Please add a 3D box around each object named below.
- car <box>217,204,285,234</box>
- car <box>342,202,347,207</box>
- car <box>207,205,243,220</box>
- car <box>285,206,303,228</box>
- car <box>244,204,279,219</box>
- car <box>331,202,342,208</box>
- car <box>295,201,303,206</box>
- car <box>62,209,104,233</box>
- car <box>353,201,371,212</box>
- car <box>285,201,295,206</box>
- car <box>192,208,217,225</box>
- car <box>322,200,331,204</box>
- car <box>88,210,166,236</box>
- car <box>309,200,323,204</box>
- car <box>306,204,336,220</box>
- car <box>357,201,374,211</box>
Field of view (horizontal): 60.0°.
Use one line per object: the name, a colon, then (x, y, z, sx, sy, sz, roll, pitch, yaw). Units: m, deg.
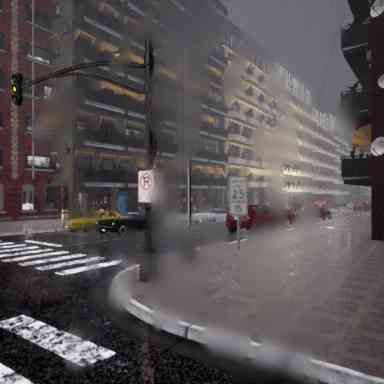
car: (4.053, 1.711, 22.006, 2.192, 1.841, 5.009, -1, -2, 35)
car: (39.432, 3.282, 87.040, 1.947, 1.339, 4.313, -1, -2, 35)
car: (3.682, 2.164, 36.016, 1.887, 1.381, 4.507, -1, -2, 35)
car: (7.304, 2.043, 26.638, 1.887, 1.381, 4.507, -1, -2, 35)
car: (7.939, 2.171, 37.532, 2.128, 1.511, 4.902, 0, -1, 35)
car: (32.931, 3.067, 77.762, 1.887, 1.381, 4.507, -1, -2, 35)
car: (16.680, 2.340, 54.576, 2.192, 1.841, 5.009, -1, -2, 35)
car: (-6.165, 1.834, 21.962, 1.752, 1.417, 4.829, -1, -2, 35)
car: (30.050, 2.522, 59.112, 2.192, 1.841, 5.009, -1, -2, 35)
car: (13.333, 2.446, 49.792, 1.752, 1.417, 4.829, -1, -2, 35)
car: (1.962, 2.093, 29.022, 1.895, 1.301, 4.718, 0, -1, 35)
car: (26.429, 2.640, 68.490, 2.192, 1.841, 5.009, -1, -2, 35)
car: (-3.787, 1.911, 20.817, 1.895, 1.301, 4.718, 0, -1, 35)
car: (23.182, 2.771, 63.847, 1.887, 1.381, 4.507, -1, -2, 35)
car: (13.804, 2.284, 35.914, 1.802, 1.307, 4.206, -1, -2, 35)
car: (33.300, 2.622, 63.751, 2.192, 1.841, 5.009, -1, -2, 35)
